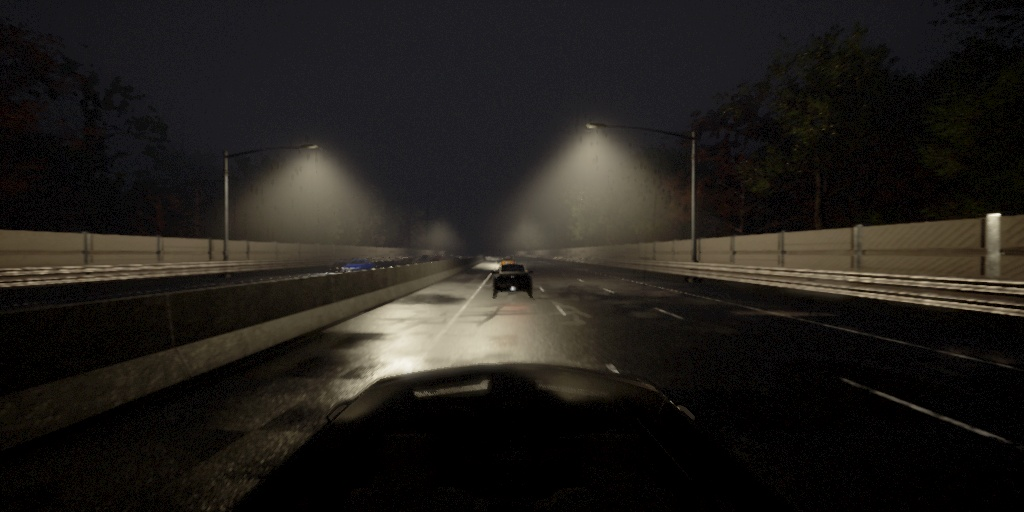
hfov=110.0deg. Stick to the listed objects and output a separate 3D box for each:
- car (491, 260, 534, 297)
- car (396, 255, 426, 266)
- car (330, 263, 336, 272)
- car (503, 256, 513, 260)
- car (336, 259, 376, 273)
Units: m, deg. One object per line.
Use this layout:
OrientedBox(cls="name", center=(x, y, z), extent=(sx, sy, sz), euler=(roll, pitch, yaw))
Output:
OrientedBox(cls="car", center=(0.020, 1.128, 17.780), extent=(1.837, 1.490, 4.892), euler=(0, 0, 0))
OrientedBox(cls="car", center=(-10.959, 0.973, 38.237), extent=(1.837, 1.490, 4.892), euler=(0, 0, -1))
OrientedBox(cls="car", center=(-17.974, 1.031, 38.848), extent=(1.994, 1.385, 4.181), euler=(0, 1, -1))
OrientedBox(cls="car", center=(-0.565, 0.835, 48.886), extent=(1.801, 1.575, 5.366), euler=(0, 0, -1))
OrientedBox(cls="car", center=(-14.374, 1.030, 33.890), extent=(1.812, 1.442, 4.674), euler=(0, 0, -1))
